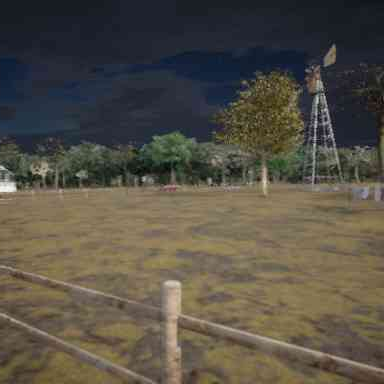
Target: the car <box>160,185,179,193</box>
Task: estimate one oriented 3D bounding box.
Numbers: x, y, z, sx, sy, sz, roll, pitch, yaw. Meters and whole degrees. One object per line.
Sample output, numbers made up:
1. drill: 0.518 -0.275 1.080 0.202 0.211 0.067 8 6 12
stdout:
1. car: -4.649 -0.677 67.676 1.882 1.535 5.008 -2 1 34
